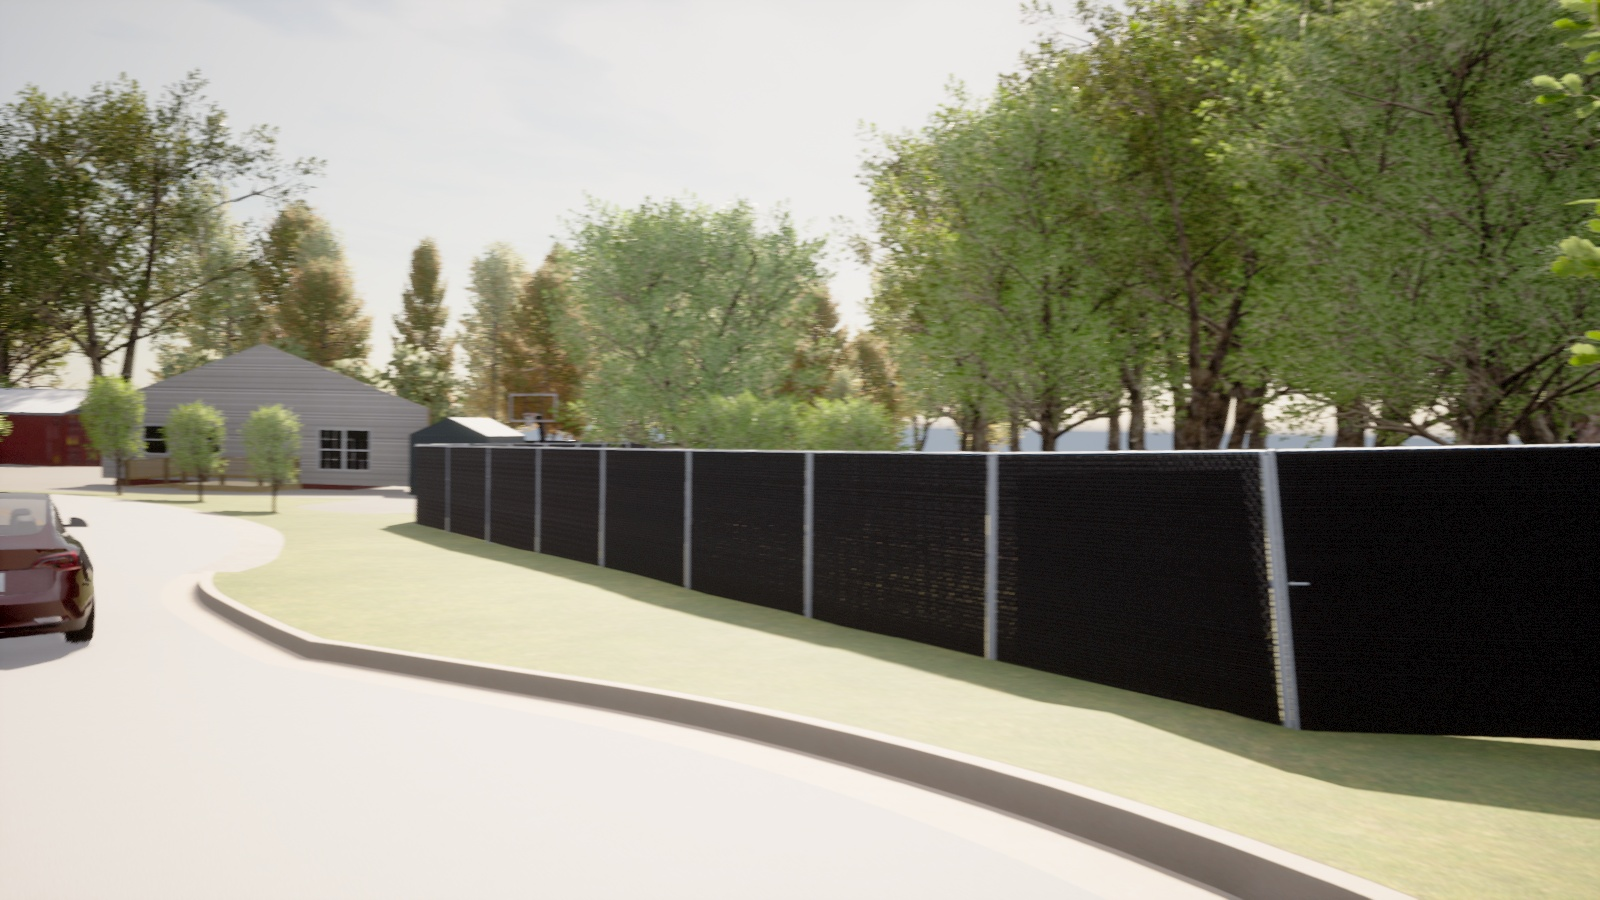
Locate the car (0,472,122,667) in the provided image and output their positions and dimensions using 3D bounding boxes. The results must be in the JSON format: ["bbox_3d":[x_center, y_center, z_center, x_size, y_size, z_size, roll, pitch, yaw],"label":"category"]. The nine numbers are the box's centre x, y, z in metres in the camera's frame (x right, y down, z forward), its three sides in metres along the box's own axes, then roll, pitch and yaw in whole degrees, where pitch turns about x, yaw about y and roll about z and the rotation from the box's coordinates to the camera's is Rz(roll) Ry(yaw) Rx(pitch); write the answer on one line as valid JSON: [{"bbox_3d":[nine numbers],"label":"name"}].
[{"bbox_3d":[-8.749,1.142,13.491,2.163,1.488,4.792,-1,3,-33],"label":"car"}]
